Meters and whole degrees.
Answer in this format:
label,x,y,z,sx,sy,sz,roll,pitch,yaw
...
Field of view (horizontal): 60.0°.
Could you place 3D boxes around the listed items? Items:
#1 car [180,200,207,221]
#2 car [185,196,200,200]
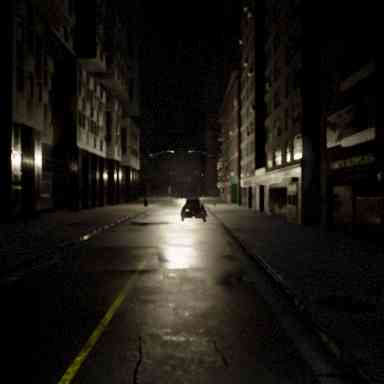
label,x,y,z,sx,sy,sz,roll,pitch,yaw
car,0.103,1.515,25.808,1.895,1.301,4.718,0,0,0
car,0.106,1.330,44.790,1.882,1.535,5.008,0,0,0
